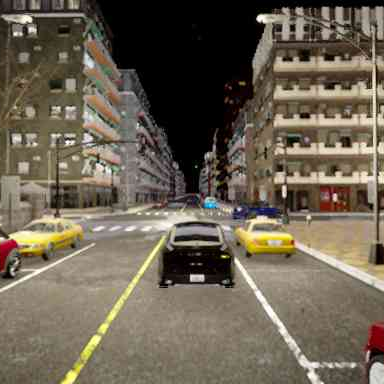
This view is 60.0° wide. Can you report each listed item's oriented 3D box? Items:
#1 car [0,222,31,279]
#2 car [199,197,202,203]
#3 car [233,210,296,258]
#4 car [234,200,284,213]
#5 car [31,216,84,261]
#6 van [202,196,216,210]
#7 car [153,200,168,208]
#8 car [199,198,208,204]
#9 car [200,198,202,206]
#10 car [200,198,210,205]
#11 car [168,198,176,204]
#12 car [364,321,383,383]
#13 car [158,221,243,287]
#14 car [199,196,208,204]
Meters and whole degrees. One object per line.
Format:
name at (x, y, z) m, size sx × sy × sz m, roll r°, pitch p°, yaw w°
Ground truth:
car at (-5.670, 1.508, 7.459) m, size 1.967 × 1.590 × 4.097 m, roll 1°, pitch -1°, yaw 0°
car at (2.788, 2.081, 62.376) m, size 1.947 × 1.339 × 4.313 m, roll 1°, pitch 0°, yaw 0°
car at (2.718, 1.644, 13.213) m, size 1.752 × 1.417 × 4.829 m, roll 1°, pitch 0°, yaw 0°
car at (5.739, 1.530, 28.276) m, size 4.553 × 1.767 × 2.097 m, roll 0°, pitch -1°, yaw -30°
car at (-5.663, 1.641, 12.902) m, size 1.752 × 1.417 × 4.829 m, roll 1°, pitch -1°, yaw 0°
van at (2.775, 1.769, 51.036) m, size 1.690 × 1.788 × 3.998 m, roll 1°, pitch 0°, yaw 0°
car at (-5.601, 2.053, 56.774) m, size 1.802 × 1.307 × 4.206 m, roll 1°, pitch 0°, yaw 0°
car at (2.813, 2.190, 79.388) m, size 2.008 × 1.369 × 4.403 m, roll 1°, pitch 0°, yaw 0°
car at (2.780, 2.016, 56.706) m, size 1.887 × 1.381 × 4.507 m, roll 1°, pitch 0°, yaw 0°
car at (2.804, 2.149, 73.717) m, size 2.008 × 1.369 × 4.403 m, roll 1°, pitch 0°, yaw 0°
car at (-5.560, 2.262, 85.128) m, size 1.802 × 1.307 × 4.206 m, roll 1°, pitch 0°, yaw 0°
car at (2.701, 1.562, 1.810) m, size 1.887 × 1.381 × 4.507 m, roll 1°, pitch -1°, yaw 0°
car at (0.113, 1.593, 9.537) m, size 1.837 × 1.490 × 4.892 m, roll 0°, pitch 0°, yaw 0°
car at (2.824, 1.994, 85.061) m, size 2.192 × 1.841 × 5.009 m, roll 1°, pitch 0°, yaw 0°
